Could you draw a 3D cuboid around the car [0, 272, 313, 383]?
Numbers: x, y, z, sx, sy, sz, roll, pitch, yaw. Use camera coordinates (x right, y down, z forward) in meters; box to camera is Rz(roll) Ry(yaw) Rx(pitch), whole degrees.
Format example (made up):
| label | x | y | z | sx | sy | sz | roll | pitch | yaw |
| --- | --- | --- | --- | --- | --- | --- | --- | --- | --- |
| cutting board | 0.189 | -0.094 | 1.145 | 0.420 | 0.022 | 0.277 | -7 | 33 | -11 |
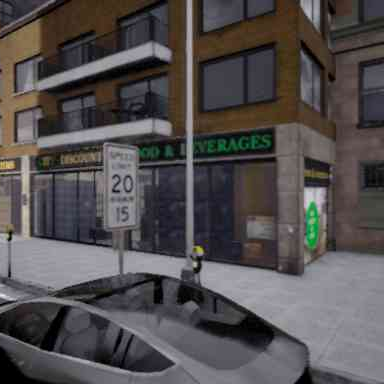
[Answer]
| label | x | y | z | sx | sy | sz | roll | pitch | yaw |
| --- | --- | --- | --- | --- | --- | --- | --- | --- | --- |
| car | -0.969 | 1.563 | 3.487 | 4.313 | 1.339 | 1.947 | 0 | 0 | 35 |
